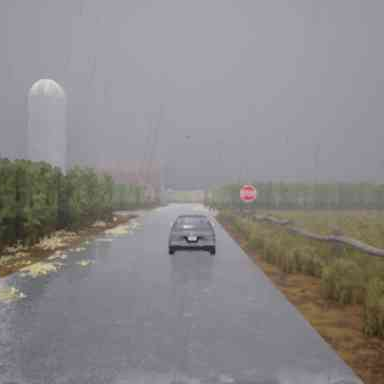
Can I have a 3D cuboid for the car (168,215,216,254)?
[{"bbox_3d":[0.008,1.664,13.983,2.033,1.411,5.357,0,0,0],"label":"car"}]
